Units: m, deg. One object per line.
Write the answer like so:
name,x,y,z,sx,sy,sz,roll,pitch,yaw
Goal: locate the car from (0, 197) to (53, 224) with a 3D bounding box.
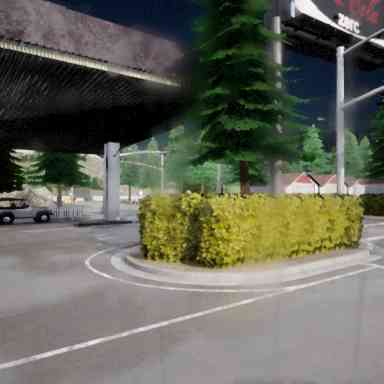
car,-12.012,1.312,23.449,3.866,1.878,1.905,0,0,-36
